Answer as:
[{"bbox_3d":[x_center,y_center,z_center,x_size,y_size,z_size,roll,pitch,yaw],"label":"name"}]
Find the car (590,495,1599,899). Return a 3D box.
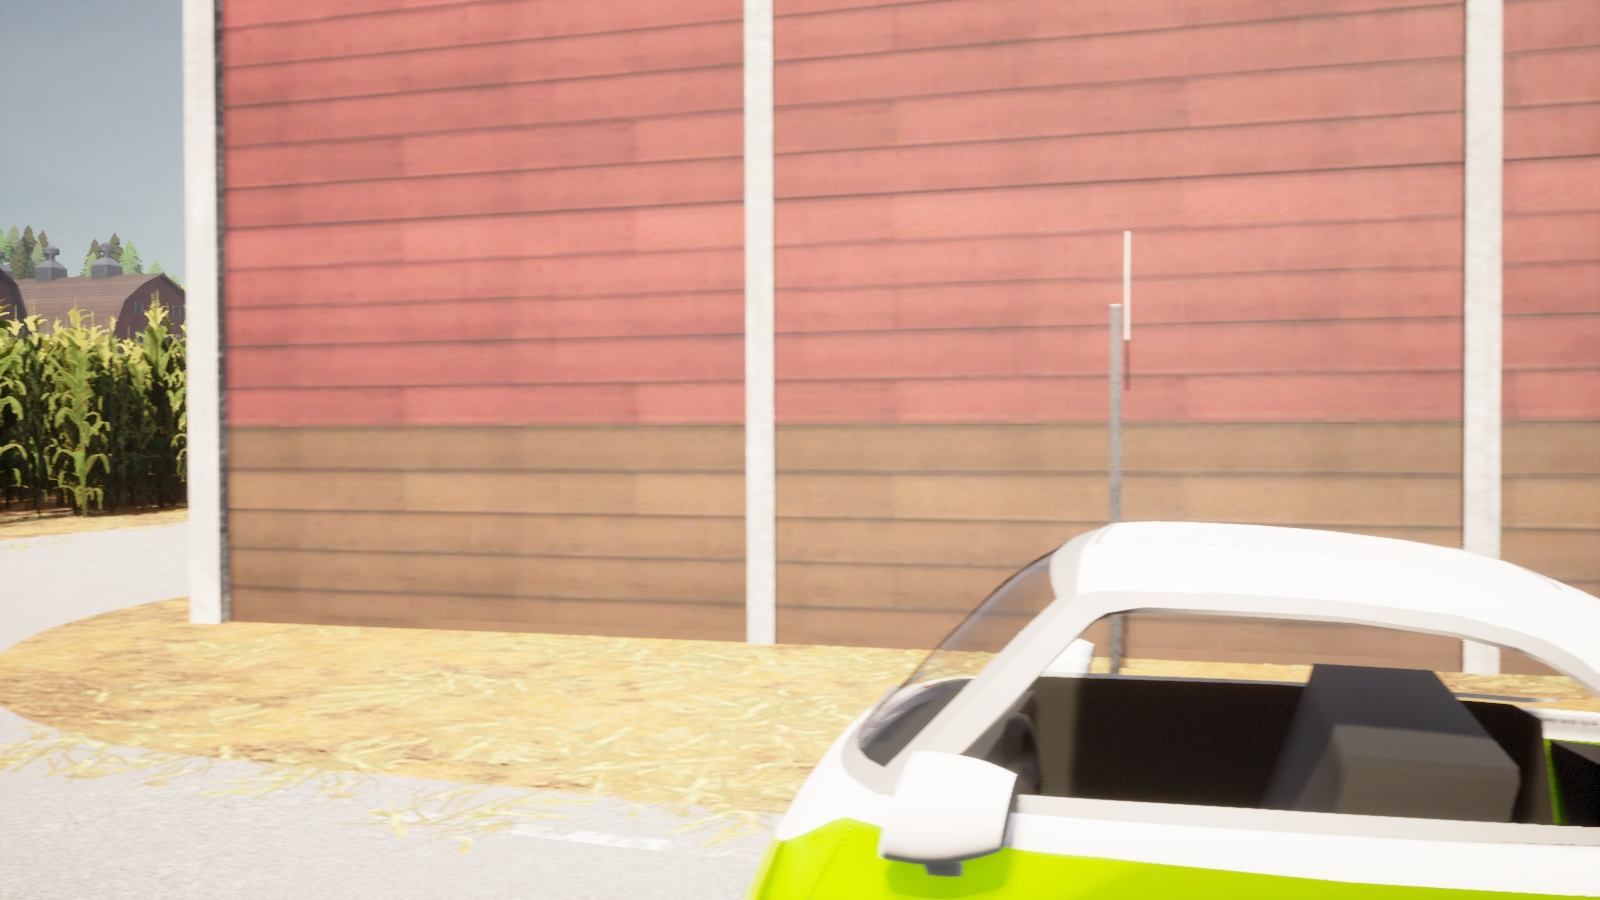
[{"bbox_3d":[0.912,0.843,2.570,2.207,1.376,1.481,1,1,19],"label":"car"}]
